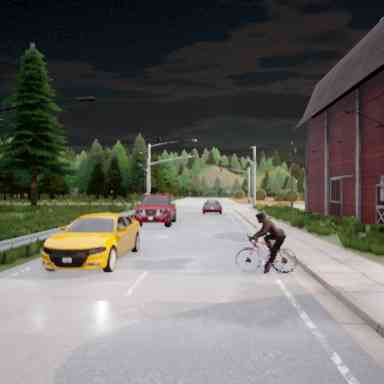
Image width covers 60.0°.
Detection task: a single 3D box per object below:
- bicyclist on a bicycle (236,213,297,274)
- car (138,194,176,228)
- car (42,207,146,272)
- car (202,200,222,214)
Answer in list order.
[{"bbox_3d":[2.014,1.402,9.004,1.656,1.620,0.582,0,0,3],"label":"bicyclist on a bicycle"},{"bbox_3d":[-2.324,1.188,22.576,2.150,2.045,5.566,0,1,3],"label":"car"},{"bbox_3d":[-3.029,1.462,10.956,1.882,1.535,5.008,0,0,3],"label":"car"},{"bbox_3d":[2.092,1.519,34.368,1.994,1.385,4.181,0,0,4],"label":"car"}]
